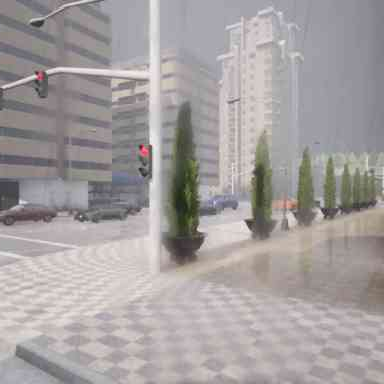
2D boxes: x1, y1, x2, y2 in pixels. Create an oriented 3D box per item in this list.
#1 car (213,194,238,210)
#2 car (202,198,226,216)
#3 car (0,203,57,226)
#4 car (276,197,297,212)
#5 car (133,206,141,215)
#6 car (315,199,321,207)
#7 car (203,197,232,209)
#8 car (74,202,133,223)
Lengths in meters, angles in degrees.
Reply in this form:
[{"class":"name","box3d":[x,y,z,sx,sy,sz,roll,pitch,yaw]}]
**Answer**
[{"class":"car","box3d":[3.806,1.277,41.774,2.150,2.045,5.566,0,0,35]},{"class":"car","box3d":[0.713,1.603,30.806,2.033,1.411,5.357,0,0,35]},{"class":"car","box3d":[-12.318,1.581,24.559,1.812,1.442,4.674,0,0,35]},{"class":"car","box3d":[11.912,1.407,40.873,2.097,1.767,4.553,0,0,35]},{"class":"car","box3d":[-7.167,1.656,32.060,1.895,1.301,4.718,0,0,35]},{"class":"car","box3d":[17.529,1.533,49.049,1.882,1.535,5.008,0,0,35]},{"class":"car","box3d":[3.720,1.560,47.781,1.837,1.490,4.892,0,0,35]},{"class":"car","box3d":[-7.047,1.619,26.072,1.994,1.385,4.181,0,0,35]}]
